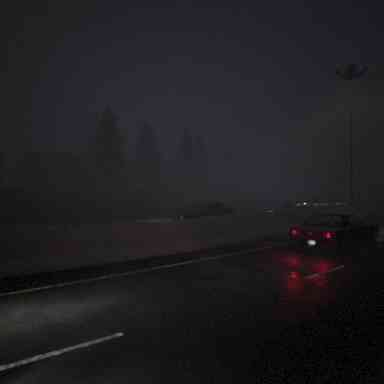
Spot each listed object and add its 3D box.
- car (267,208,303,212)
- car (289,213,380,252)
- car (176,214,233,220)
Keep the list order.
[{"bbox_3d":[7.565,1.489,25.593,1.895,1.301,4.718,0,0,41],"label":"car"},{"bbox_3d":[5.976,1.528,13.603,4.718,1.301,1.895,-1,0,-43],"label":"car"},{"bbox_3d":[0.997,1.444,23.717,1.837,1.490,4.892,0,0,44],"label":"car"}]
